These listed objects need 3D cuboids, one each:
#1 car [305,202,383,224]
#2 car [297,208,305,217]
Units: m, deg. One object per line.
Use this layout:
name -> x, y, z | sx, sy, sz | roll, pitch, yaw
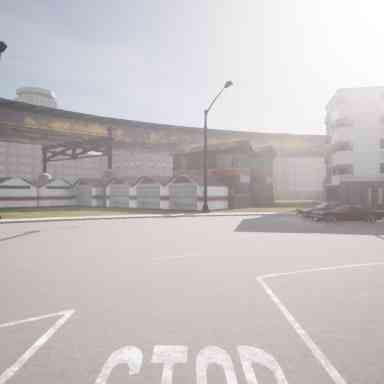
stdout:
car -> 11.025, 1.601, 23.904 | 4.718, 1.301, 1.895 | 0, 0, -5
car -> 11.525, 1.547, 27.479 | 5.357, 1.411, 2.033 | 0, 0, -4
